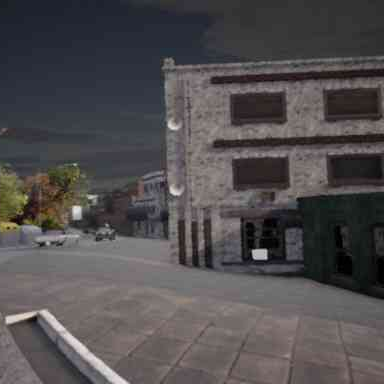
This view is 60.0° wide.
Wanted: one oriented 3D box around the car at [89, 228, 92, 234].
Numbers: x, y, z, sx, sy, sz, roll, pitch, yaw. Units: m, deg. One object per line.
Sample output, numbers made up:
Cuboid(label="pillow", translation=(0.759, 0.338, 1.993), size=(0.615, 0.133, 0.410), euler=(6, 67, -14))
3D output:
Cuboid(label="car", translation=(-18.170, 8.154, 65.782), size=(2.033, 1.411, 5.357), euler=(0, -5, -30))

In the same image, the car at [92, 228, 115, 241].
Cuboid(label="car", translation=(-11.560, 5.558, 44.523), size=(2.097, 1.767, 4.553), euler=(-2, -7, -8))

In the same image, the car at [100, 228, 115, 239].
Cuboid(label="car", translation=(-14.500, 7.003, 56.658), size=(2.097, 1.767, 4.553), euler=(-1, -6, -19))

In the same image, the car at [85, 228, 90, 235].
Cuboid(label="car", translation=(-23.234, 8.790, 74.659), size=(2.128, 1.511, 4.902), euler=(0, -3, -32))

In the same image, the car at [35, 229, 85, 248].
Cuboid(label="car", translation=(-10.729, 3.783, 27.071), size=(1.895, 1.301, 4.718), euler=(-2, -7, 1))
